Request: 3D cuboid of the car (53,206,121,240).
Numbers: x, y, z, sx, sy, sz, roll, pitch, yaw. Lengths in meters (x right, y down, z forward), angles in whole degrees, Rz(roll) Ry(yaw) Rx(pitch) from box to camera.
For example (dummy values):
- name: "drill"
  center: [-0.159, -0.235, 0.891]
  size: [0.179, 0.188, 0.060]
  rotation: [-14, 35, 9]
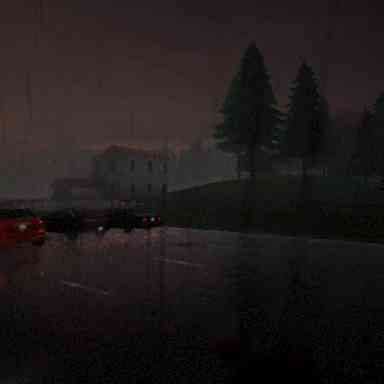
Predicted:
- name: "car"
  center: [-6.236, 1.495, 16.916]
  size: [4.902, 1.511, 2.128]
  rotation: [0, 0, 36]

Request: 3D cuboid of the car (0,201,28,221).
- name: "car"
  center: [-16.415, 1.563, 28.476]
  size: [5.357, 1.411, 2.033]
  rotation: [0, 0, 36]

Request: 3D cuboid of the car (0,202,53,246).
- name: "car"
  center: [-8.244, 1.366, 14.049]
  size: [4.553, 1.767, 2.097]
  rotation: [0, 0, 36]

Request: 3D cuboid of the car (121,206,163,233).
- name: "car"
  center: [-4.204, 1.563, 19.765]
  size: [5.357, 1.411, 2.033]
  rotation: [0, 0, 36]
